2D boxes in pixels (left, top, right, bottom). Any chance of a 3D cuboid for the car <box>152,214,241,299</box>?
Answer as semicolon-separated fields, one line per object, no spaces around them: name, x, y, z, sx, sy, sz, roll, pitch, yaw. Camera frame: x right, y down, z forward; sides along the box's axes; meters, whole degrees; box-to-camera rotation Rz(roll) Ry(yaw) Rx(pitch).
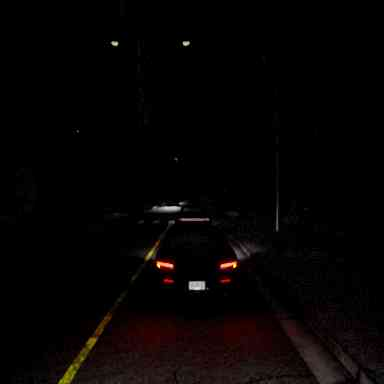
car;0.096;1.522;8.306;1.812;1.442;4.674;0;0;0

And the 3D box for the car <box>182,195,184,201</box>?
car;-3.035;1.495;67.314;1.994;1.385;4.181;0;0;0

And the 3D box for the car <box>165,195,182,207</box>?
car;-3.098;1.445;51.964;2.128;1.511;4.902;0;0;0

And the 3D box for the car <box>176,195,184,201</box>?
car;-3.019;1.400;81.846;1.837;1.490;4.892;0;0;0

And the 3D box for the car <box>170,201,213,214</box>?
car;0.097;1.481;17.670;2.128;1.511;4.902;0;0;1

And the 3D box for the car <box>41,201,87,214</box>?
car;-14.404;1.668;37.465;4.829;1.417;1.752;-1;0;0

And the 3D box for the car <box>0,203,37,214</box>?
car;-19.858;1.742;37.433;4.507;1.381;1.887;-1;0;0
